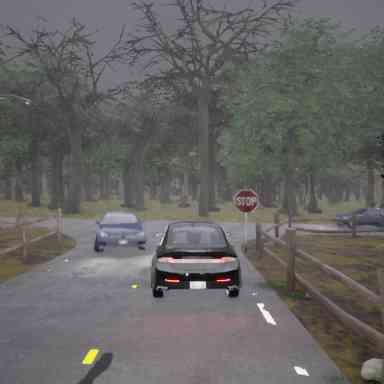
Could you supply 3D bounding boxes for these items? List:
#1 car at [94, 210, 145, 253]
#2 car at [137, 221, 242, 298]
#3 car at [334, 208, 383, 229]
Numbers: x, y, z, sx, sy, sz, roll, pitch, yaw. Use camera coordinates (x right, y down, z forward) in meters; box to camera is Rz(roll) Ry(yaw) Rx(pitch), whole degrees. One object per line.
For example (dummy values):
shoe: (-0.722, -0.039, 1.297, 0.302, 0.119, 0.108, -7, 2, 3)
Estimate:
car: (-3.052, 1.528, 14.078, 1.812, 1.442, 4.674, 1, 0, -16)
car: (0.035, 1.492, 8.520, 2.128, 1.511, 4.902, 0, 0, -2)
car: (12.654, 1.860, 23.917, 4.674, 1.442, 1.812, 1, 0, -2)
